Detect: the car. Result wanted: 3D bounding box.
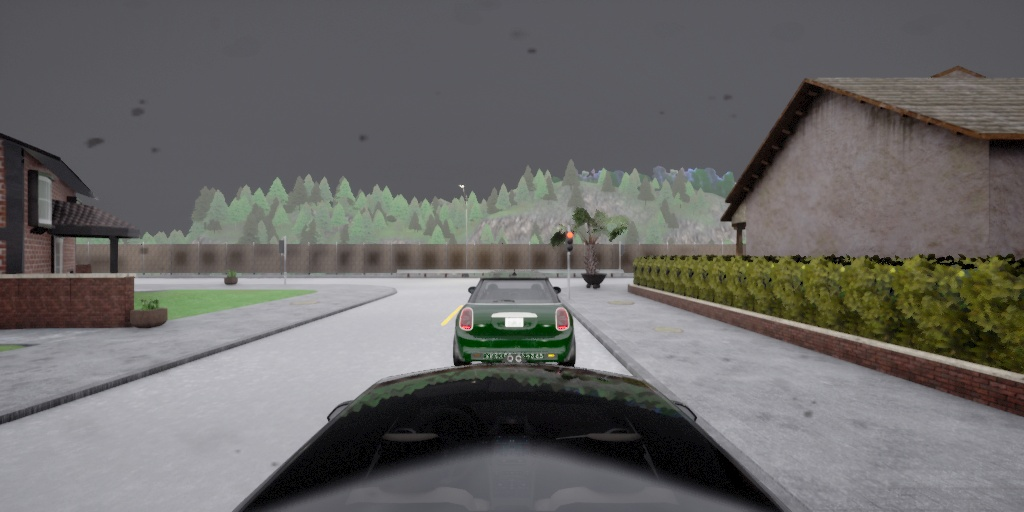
[{"bbox_3d":[0.057,1.101,7.953,2.097,1.767,4.553,0,0,0],"label":"car"}]
